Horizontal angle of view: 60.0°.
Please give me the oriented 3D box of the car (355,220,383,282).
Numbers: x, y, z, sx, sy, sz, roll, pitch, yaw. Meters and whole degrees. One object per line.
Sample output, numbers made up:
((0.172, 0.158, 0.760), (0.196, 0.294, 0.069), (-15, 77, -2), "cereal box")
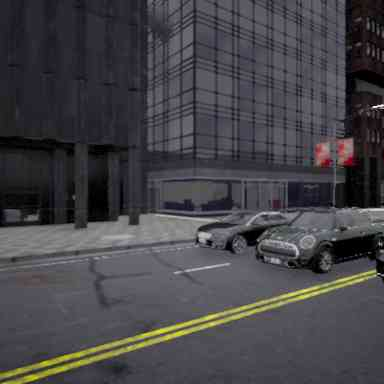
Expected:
((6.291, 1.482, 7.929), (4.902, 1.511, 2.128), (0, 0, -35), "car")

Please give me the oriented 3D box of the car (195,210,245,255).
((2.373, 1.482, 13.365), (4.902, 1.511, 2.128), (0, 0, -35), "car")

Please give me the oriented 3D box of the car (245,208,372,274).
((4.161, 1.343, 10.647), (4.553, 1.767, 2.097), (0, 0, -36), "car")
